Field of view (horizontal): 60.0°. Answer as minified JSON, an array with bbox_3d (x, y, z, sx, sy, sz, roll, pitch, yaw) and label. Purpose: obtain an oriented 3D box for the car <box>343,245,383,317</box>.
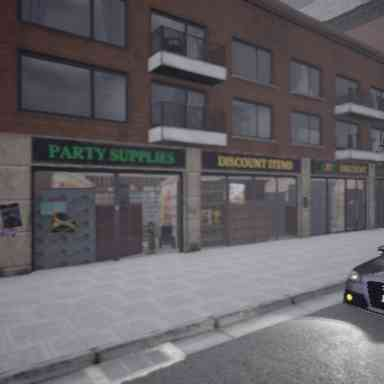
[{"bbox_3d":[4.838,1.571,6.519,4.181,1.385,1.994,0,0,-35],"label":"car"}]
